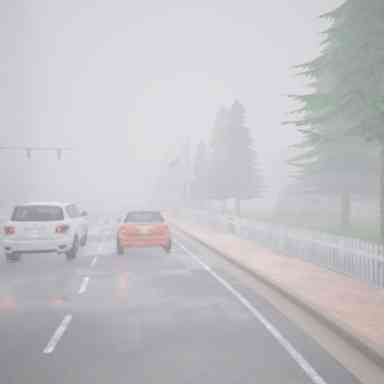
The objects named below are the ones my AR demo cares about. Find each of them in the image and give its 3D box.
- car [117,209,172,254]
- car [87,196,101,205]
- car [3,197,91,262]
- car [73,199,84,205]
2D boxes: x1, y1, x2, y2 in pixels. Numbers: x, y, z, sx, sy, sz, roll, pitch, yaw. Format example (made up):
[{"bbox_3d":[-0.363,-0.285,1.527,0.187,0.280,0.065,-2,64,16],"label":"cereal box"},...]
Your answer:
[{"bbox_3d":[-2.187,1.506,14.583,2.097,1.767,4.553,0,-1,-11],"label":"car"},{"bbox_3d":[-25.552,2.150,84.364,2.150,2.045,5.566,0,-1,-31],"label":"car"},{"bbox_3d":[-5.451,1.373,13.036,2.150,2.045,5.566,0,0,-11],"label":"car"},{"bbox_3d":[-27.858,2.453,81.360,1.994,1.385,4.181,0,-1,-26],"label":"car"}]
